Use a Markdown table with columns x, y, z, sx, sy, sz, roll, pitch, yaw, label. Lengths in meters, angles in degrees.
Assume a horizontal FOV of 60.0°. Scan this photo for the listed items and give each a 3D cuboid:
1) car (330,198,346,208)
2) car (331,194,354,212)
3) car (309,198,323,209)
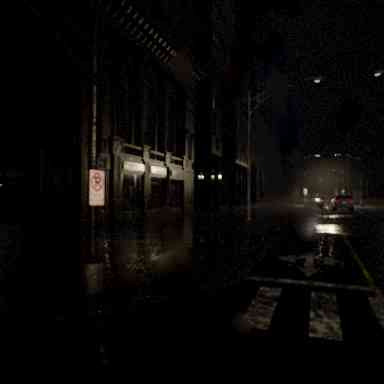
| x | y | z | sx | sy | sz | roll | pitch | yaw | label |
| --- | --- | --- | --- | --- | --- | --- | --- | --- | --- |
| 22.000 | 1.622 | 50.253 | 1.895 | 1.301 | 4.718 | 0 | 0 | 21 | car |
| 18.233 | 1.240 | 40.229 | 2.150 | 2.045 | 5.566 | 0 | 0 | 21 | car |
| 17.115 | 1.561 | 45.836 | 2.033 | 1.411 | 5.357 | 0 | 0 | 21 | car |
